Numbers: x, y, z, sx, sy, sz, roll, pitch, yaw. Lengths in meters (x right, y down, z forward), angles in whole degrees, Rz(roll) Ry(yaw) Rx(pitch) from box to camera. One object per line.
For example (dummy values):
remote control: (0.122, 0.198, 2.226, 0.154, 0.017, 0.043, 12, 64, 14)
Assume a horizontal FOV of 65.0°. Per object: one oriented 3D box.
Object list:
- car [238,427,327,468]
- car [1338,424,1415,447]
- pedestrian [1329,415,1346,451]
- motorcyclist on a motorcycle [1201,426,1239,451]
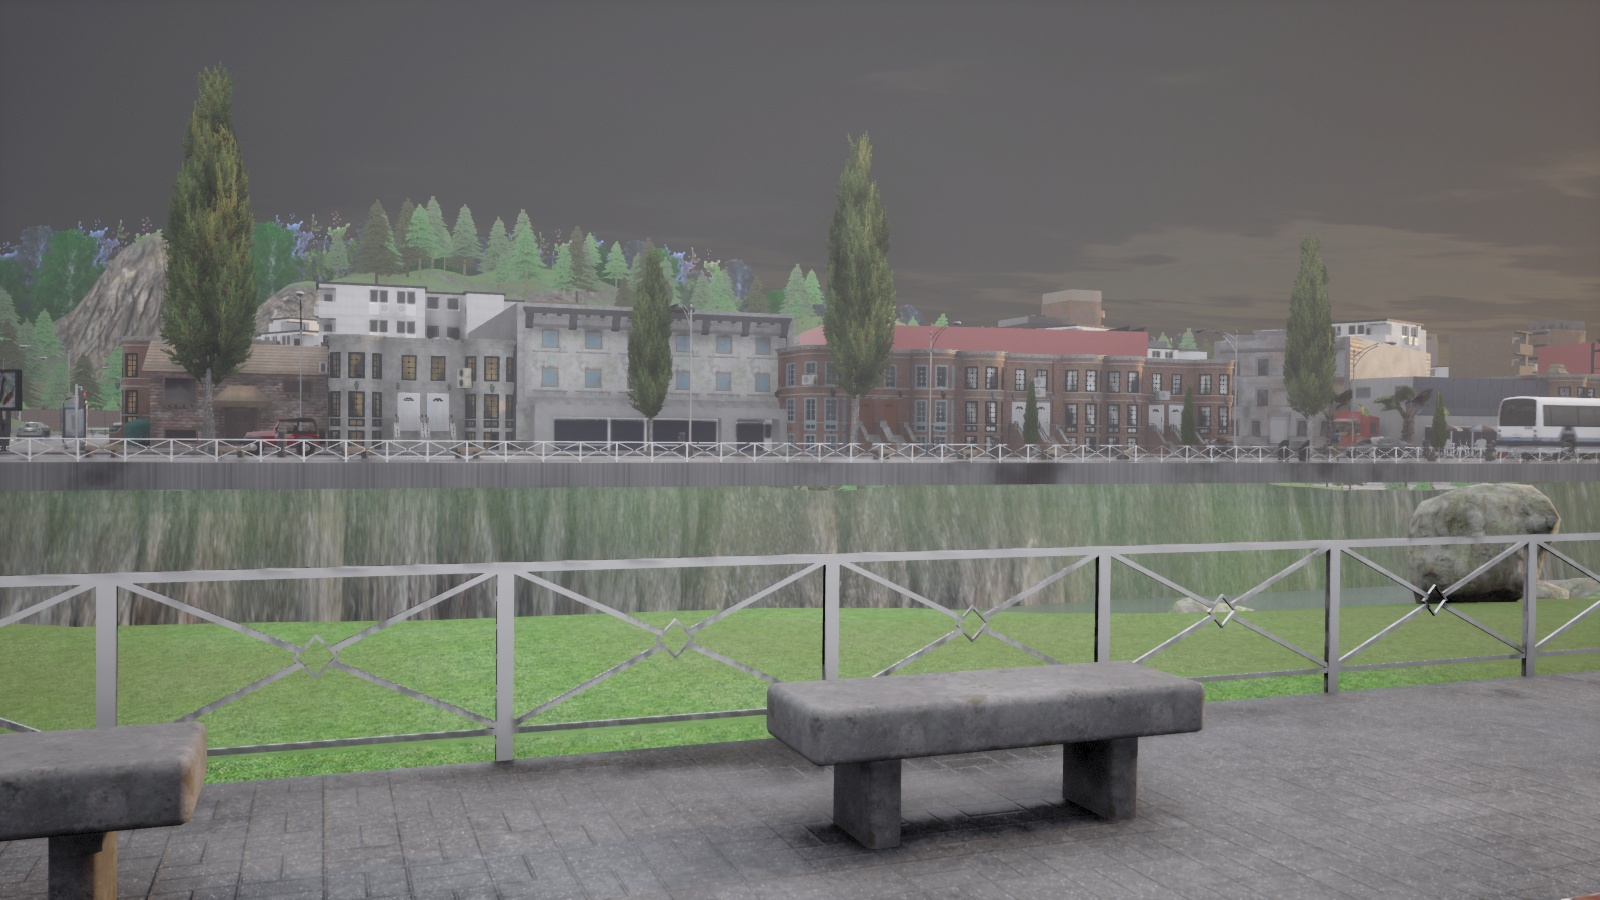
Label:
car: (-24.798, -0.119, 60.292, 3.866, 1.878, 1.905, -1, 1, -21)
car: (38.795, -0.991, 84.481, 4.892, 1.490, 1.837, -1, 1, -21)
pedestrian: (29.028, -0.911, 67.829, 0.788, 1.949, 0.423, -1, 1, -23)
motorcyclist on a motorcycle: (26.727, -0.755, 79.892, 2.191, 1.530, 0.866, -1, 1, -21)
